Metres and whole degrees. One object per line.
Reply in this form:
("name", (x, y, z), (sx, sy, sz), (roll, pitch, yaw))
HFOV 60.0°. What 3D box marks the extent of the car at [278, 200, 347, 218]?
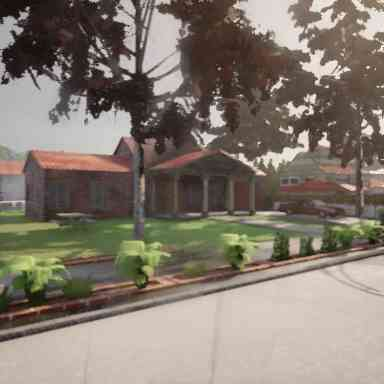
("car", (9.487, 1.320, 26.773), (2.033, 1.415, 5.357), (0, 0, -35))
